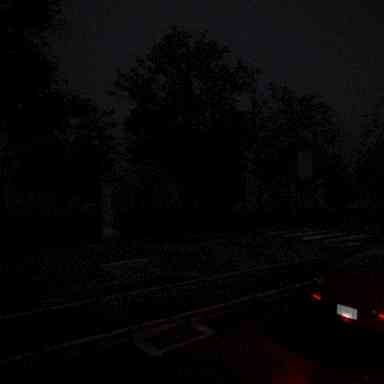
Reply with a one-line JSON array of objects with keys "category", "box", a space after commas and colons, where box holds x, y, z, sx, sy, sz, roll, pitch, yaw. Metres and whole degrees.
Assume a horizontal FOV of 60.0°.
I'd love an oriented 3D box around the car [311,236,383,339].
[{"category": "car", "box": [4.060, 1.529, 6.030, 4.674, 1.442, 1.812, 0, 0, -36]}]
